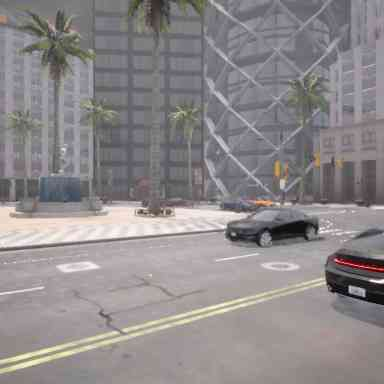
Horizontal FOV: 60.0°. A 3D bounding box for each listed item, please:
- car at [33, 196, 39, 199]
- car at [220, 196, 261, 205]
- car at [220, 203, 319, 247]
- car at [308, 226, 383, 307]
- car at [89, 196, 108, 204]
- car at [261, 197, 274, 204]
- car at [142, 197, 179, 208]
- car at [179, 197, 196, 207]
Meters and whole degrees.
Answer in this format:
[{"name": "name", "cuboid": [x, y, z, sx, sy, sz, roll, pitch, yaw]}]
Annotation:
[{"name": "car", "cuboid": [-28.454, 1.492, 61.334, 4.902, 1.511, 2.128, 0, 0, -10]}, {"name": "car", "cuboid": [5.448, 1.352, 39.373, 2.097, 1.767, 4.553, 0, 0, -40]}, {"name": "car", "cuboid": [3.755, 1.477, 15.203, 5.008, 1.535, 1.882, 0, 0, -35]}, {"name": "car", "cuboid": [4.893, 1.505, 7.279, 4.892, 1.490, 1.837, 0, 0, -35]}, {"name": "car", "cuboid": [-18.294, 1.478, 62.134, 5.008, 1.535, 1.882, 0, 0, 2]}, {"name": "car", "cuboid": [8.264, 1.352, 41.399, 2.097, 1.767, 4.553, 0, 0, -39]}, {"name": "car", "cuboid": [-4.871, 1.477, 48.353, 5.008, 1.535, 1.882, 0, 0, 25]}, {"name": "car", "cuboid": [-1.651, 1.525, 50.533, 4.674, 1.442, 1.812, 0, 0, 29]}]
